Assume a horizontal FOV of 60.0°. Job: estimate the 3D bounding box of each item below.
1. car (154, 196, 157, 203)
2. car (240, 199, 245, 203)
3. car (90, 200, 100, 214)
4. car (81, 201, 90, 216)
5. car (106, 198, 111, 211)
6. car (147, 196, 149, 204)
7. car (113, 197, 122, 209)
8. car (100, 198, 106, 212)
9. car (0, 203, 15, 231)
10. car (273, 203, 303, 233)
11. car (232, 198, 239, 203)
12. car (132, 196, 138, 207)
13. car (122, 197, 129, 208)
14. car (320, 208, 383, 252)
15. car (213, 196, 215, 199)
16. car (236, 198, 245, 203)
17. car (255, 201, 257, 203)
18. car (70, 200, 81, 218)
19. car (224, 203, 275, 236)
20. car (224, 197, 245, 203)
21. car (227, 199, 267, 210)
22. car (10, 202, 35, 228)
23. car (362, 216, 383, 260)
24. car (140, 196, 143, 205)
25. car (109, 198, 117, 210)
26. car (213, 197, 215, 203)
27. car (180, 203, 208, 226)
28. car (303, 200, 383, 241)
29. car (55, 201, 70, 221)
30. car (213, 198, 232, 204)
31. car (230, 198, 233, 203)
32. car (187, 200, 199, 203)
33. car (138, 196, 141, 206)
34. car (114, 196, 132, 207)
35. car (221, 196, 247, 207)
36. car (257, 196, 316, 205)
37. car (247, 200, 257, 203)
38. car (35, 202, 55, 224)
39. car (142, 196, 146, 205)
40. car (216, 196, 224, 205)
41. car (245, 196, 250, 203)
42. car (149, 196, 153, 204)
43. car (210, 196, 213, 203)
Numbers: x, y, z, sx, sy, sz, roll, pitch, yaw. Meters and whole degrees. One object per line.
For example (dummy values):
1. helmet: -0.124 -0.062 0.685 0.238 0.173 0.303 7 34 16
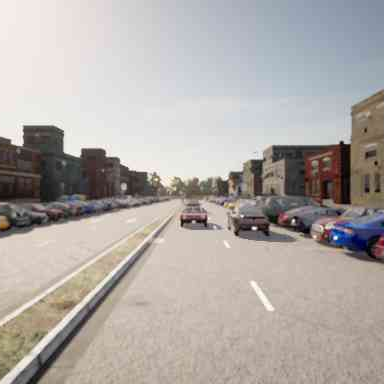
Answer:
1. car: -12.560 2.039 84.757 5.566 2.045 2.435 0 -1 0
2. car: 7.704 1.704 34.068 4.792 1.488 2.163 0 -1 0
3. car: -12.701 1.687 34.741 5.008 1.535 2.097 0 -1 0
4. car: -12.744 1.690 31.837 4.792 1.488 2.163 0 -1 0
5. car: -12.688 1.781 40.174 4.674 1.452 2.002 0 -1 0
6. car: -12.599 2.141 73.521 5.008 1.535 2.097 0 -1 0
7. car: -12.681 1.800 45.733 4.892 1.521 2.231 0 -1 0
8. car: -12.705 1.715 37.521 4.892 1.521 2.231 0 -1 0
9. car: -12.941 1.543 18.069 5.366 1.575 1.946 0 0 0
10. car: 7.659 1.603 20.283 4.674 1.452 2.002 0 0 0
11. car: 7.651 1.757 39.584 4.792 1.488 2.163 0 -1 0
12. car: -12.670 1.675 56.974 5.566 2.045 2.435 0 -1 0
13. car: -12.656 1.900 51.288 4.674 1.452 2.002 0 -1 0
14. car: 7.648 1.506 12.011 5.008 1.535 2.097 0 0 0
15. car: 7.631 2.063 75.430 4.553 1.767 2.185 0 -1 0
16. car: 7.675 1.741 36.862 4.674 1.452 2.002 0 -1 0
17. car: 7.637 1.634 25.799 4.792 1.488 2.163 0 0 0
18. car: -12.717 1.637 29.059 4.892 1.521 2.231 0 -1 0
19. car: 3.120 1.580 19.033 1.837 1.490 4.892 0 0 0
20. car: 7.501 1.782 45.097 5.366 1.575 1.946 0 -1 0
21. car: 7.874 1.813 47.859 5.366 1.575 1.946 0 -1 0
22. car: -12.720 1.441 20.730 4.553 1.767 2.185 0 0 0
23. car: 7.647 1.532 9.257 4.674 1.452 2.002 0 0 0
24. car: -12.588 2.062 65.308 4.792 1.488 2.163 0 -1 0
25. car: -12.712 1.799 42.953 4.792 1.488 2.163 0 -1 0
26. car: 7.662 2.190 72.801 4.674 1.452 2.002 0 -1 0
27. car: 0.125 1.713 24.164 1.895 1.301 4.718 0 0 0
28. car: 7.687 1.400 14.770 4.553 1.767 2.185 0 0 0
29. car: -12.737 1.612 26.279 5.008 1.535 2.097 0 0 0
30. car: 7.625 2.337 83.701 4.792 1.488 2.163 0 -1 0
31. car: 7.654 1.786 42.339 4.792 1.488 2.163 0 -1 0
32. car: 0.142 1.764 40.825 1.837 1.490 4.892 0 -1 0
33. car: -12.597 2.025 62.531 4.792 1.488 2.163 0 -1 0
34. car: -12.682 1.768 54.160 4.553 1.767 2.185 0 -1 0
35. car: 7.868 1.878 53.374 5.366 1.575 1.946 0 -1 0
36. car: 7.692 1.333 23.042 5.566 2.045 2.435 0 0 0
37. car: 7.664 1.627 28.555 5.008 1.535 2.097 0 -1 0
38. car: -12.710 1.619 23.501 4.792 1.488 2.163 0 0 0
39. car: -12.795 2.066 68.088 5.366 1.575 1.946 0 -1 0
40. car: 7.649 1.700 58.889 5.566 2.045 2.435 0 -1 0
41. car: 7.641 1.525 31.313 4.553 1.767 2.185 0 0 0
42. car: -12.593 2.217 79.196 5.008 1.535 2.097 0 -1 0
43. car: 7.631 1.977 78.189 5.566 2.045 2.435 0 -1 0
